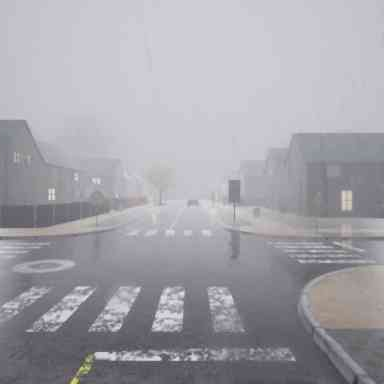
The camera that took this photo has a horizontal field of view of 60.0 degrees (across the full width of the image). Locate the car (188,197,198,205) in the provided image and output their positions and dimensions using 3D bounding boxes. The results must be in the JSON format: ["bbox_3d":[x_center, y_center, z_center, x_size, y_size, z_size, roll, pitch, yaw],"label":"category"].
[{"bbox_3d":[0.209,1.720,66.653,1.882,1.535,5.008,0,0,0],"label":"car"}]

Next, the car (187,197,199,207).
[{"bbox_3d":[0.176,1.663,56.234,2.128,1.511,4.902,0,0,0],"label":"car"}]
